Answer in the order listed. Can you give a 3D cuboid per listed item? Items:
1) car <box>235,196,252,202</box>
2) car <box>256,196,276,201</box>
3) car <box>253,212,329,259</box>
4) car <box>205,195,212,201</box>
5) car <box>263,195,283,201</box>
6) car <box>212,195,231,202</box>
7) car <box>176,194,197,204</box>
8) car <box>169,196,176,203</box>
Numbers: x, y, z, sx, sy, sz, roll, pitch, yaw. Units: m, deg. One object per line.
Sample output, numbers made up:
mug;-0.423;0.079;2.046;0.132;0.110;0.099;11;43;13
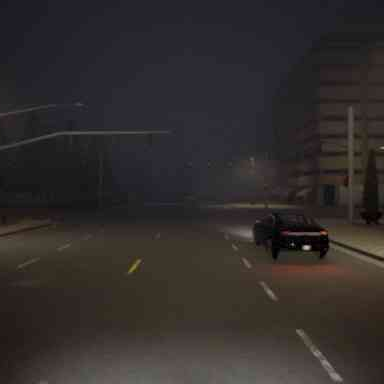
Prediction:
car;13.066;1.652;84.288;5.008;1.535;1.882;0;0;-41
car;18.465;1.769;83.976;4.718;1.301;1.895;0;0;-34
car;3.563;1.517;12.724;2.128;1.511;4.902;0;0;0
car;5.405;1.534;86.672;2.097;1.767;4.553;0;0;42
car;21.856;1.711;89.824;4.902;1.511;2.128;0;0;-22
car;7.833;1.528;84.136;2.097;1.767;4.553;0;0;42
car;-0.748;1.372;70.697;2.150;2.045;5.566;0;0;20
car;-3.440;1.678;73.381;2.128;1.511;4.902;0;0;23
